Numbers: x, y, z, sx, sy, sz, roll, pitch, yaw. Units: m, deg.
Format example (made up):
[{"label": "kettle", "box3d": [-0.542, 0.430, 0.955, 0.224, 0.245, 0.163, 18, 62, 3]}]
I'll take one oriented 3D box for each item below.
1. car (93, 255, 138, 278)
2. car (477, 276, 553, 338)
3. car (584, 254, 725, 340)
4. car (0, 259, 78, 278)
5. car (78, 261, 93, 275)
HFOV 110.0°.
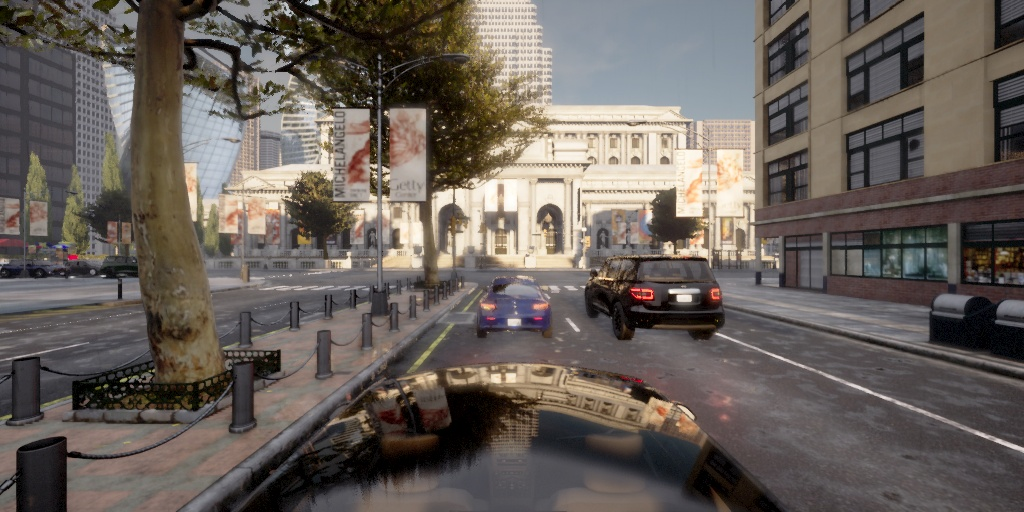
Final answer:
[{"label": "car", "box3d": [-35.669, 0.971, 34.171, 5.566, 2.045, 2.150, 0, 0, 0]}, {"label": "car", "box3d": [0.072, 1.276, 10.110, 1.812, 1.442, 4.674, 0, 0, 0]}, {"label": "car", "box3d": [3.579, 0.971, 10.121, 2.150, 2.045, 5.566, 0, 0, 0]}, {"label": "car", "box3d": [-45.080, 1.102, 34.091, 4.553, 1.767, 2.097, 0, 0, -2]}, {"label": "car", "box3d": [-44.450, 1.255, 37.615, 4.892, 1.490, 1.837, 0, 0, -1]}]
